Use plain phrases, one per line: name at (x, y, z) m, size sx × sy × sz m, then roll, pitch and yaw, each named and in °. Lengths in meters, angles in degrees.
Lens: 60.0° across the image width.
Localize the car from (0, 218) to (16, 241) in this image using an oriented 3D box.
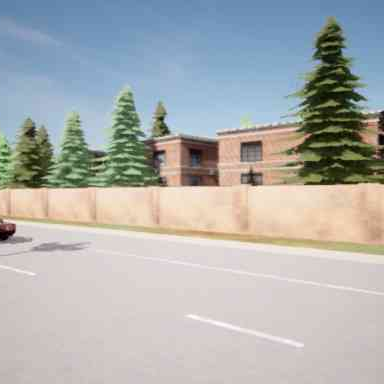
car at (-10.339, 1.626, 15.656) m, size 4.718 × 1.301 × 1.895 m, roll 0°, pitch 0°, yaw 36°
